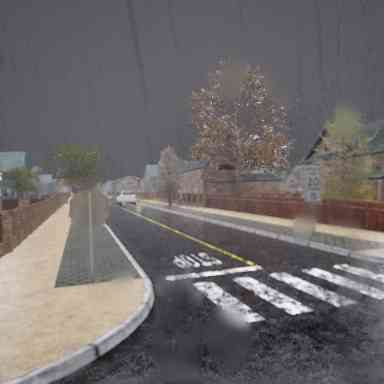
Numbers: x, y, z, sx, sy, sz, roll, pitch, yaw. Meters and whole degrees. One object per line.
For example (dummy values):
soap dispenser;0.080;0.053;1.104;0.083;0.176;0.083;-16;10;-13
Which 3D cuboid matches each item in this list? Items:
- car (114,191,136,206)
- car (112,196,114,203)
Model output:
car;-9.324;0.846;47.243;2.150;2.045;5.566;-2;1;-19
car;-12.610;1.071;56.951;2.128;1.511;4.902;-2;1;-17
